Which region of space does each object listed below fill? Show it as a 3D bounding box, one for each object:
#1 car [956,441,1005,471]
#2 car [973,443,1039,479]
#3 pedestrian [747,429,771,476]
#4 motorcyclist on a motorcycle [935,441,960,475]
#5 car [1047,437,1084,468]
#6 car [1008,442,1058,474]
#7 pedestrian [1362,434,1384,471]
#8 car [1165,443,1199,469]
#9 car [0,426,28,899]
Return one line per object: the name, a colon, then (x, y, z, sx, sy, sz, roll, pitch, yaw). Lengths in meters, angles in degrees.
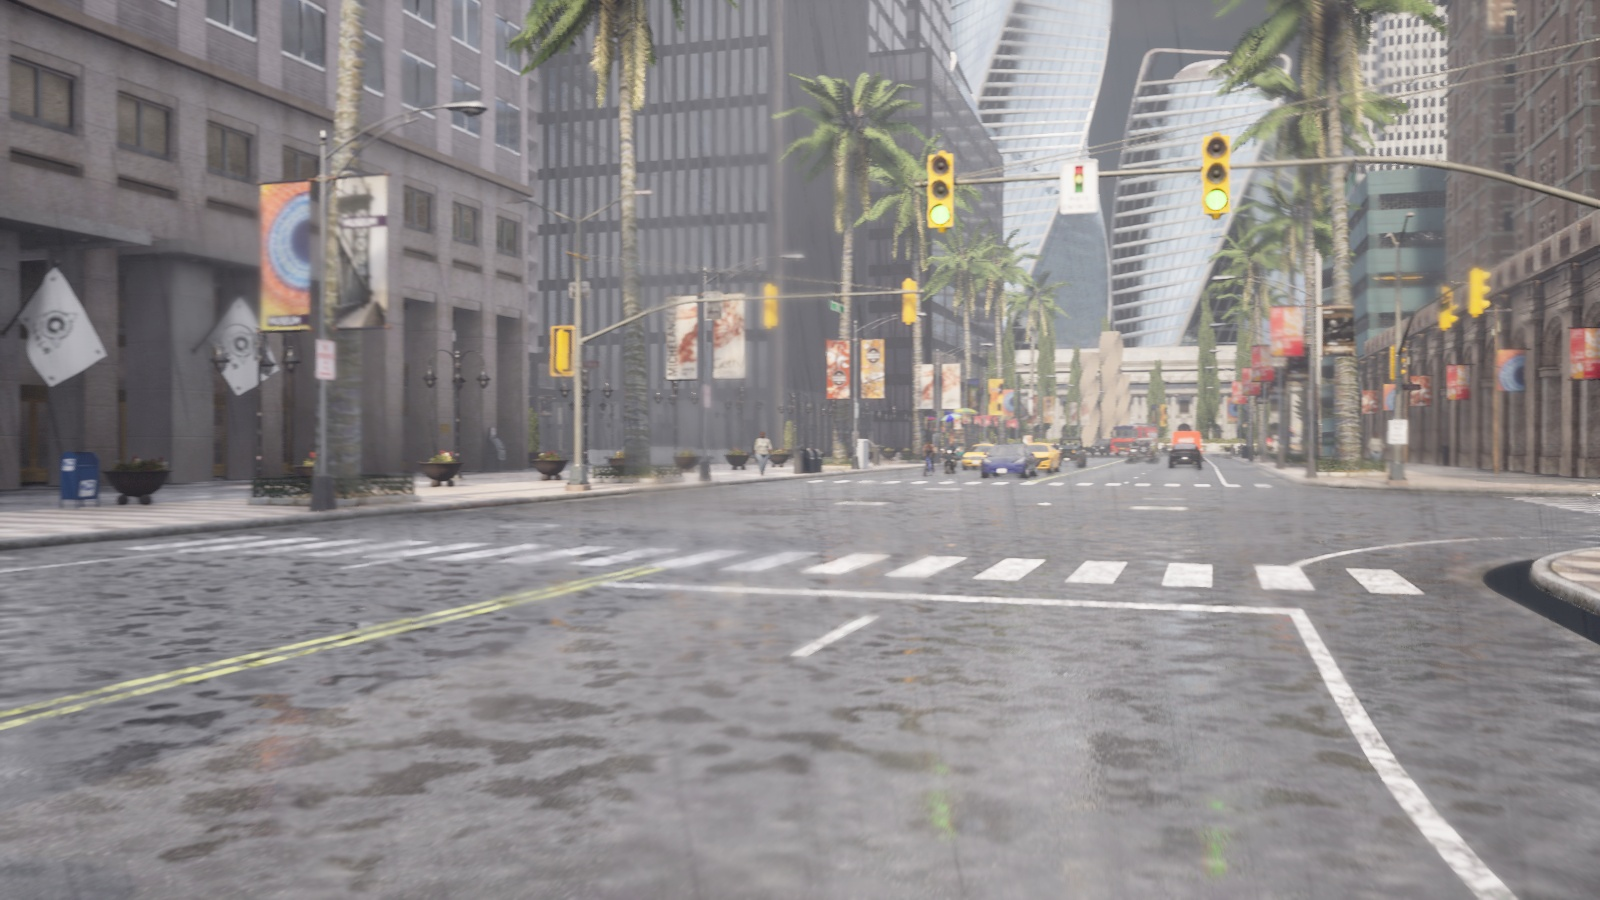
car: (10.044, 0.314, 69.549, 1.801, 1.575, 5.366, 0, 0, 18)
car: (9.013, 0.457, 54.708, 2.163, 1.488, 4.792, 0, 0, 18)
pedestrian: (-1.644, 0.115, 50.133, 0.874, 1.855, 0.900, 0, 0, -5)
motorcyclist on a motorcycle: (7.089, 0.375, 60.224, 0.866, 1.590, 1.817, 0, 0, 18)
car: (16.757, 0.133, 79.080, 1.905, 1.878, 3.866, 0, 0, 18)
car: (11.860, 0.390, 63.694, 1.882, 1.535, 5.008, 0, 0, 18)
pedestrian: (28.437, 0.116, 62.317, 0.874, 1.855, 0.900, 0, 0, 19)
car: (23.116, 0.347, 75.976, 1.882, 1.535, 5.008, 0, 0, 18)
car: (-3.388, 0.709, 1.307, 1.882, 1.535, 5.008, 0, 0, 3)
